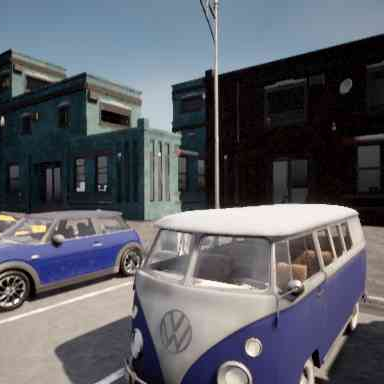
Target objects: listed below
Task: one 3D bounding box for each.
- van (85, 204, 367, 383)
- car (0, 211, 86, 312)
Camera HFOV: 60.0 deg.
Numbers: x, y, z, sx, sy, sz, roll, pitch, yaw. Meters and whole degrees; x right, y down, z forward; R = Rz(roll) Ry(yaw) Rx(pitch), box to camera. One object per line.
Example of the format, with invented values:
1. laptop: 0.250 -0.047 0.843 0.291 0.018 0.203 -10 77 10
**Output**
1. van: 1.055 1.198 4.460 1.878 1.987 4.442 0 0 35
2. car: -3.285 1.282 7.737 2.185 1.767 4.553 0 0 36
